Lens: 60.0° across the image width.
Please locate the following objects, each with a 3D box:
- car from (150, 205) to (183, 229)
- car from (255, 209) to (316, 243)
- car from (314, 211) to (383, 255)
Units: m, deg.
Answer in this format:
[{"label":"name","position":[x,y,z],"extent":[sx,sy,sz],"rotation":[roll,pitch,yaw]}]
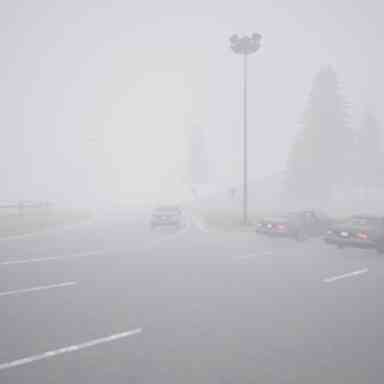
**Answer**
[{"label":"car","position":[-1.635,1.558,21.774],"extent":[2.033,1.411,5.357],"rotation":[0,0,0]},{"label":"car","position":[5.480,1.560,16.254],"extent":[5.357,1.411,2.033],"rotation":[0,0,-36]},{"label":"car","position":[7.517,1.560,13.408],"extent":[5.357,1.411,2.033],"rotation":[0,0,-36]}]
